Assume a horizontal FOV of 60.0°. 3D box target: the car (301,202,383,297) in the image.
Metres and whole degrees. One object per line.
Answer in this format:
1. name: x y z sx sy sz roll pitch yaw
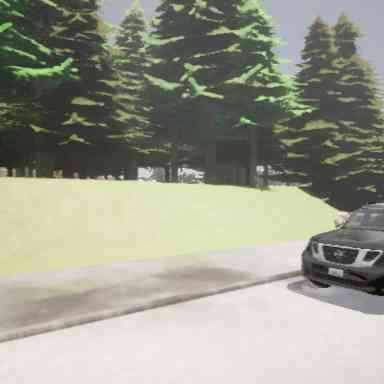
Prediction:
1. car: 5.125 1.276 8.255 5.566 2.045 2.150 1 0 -35
